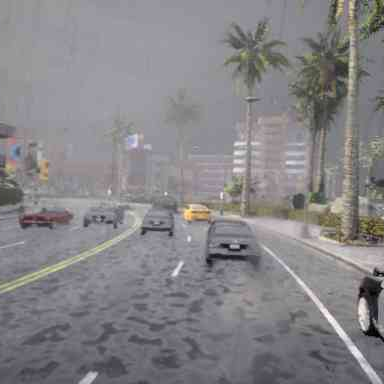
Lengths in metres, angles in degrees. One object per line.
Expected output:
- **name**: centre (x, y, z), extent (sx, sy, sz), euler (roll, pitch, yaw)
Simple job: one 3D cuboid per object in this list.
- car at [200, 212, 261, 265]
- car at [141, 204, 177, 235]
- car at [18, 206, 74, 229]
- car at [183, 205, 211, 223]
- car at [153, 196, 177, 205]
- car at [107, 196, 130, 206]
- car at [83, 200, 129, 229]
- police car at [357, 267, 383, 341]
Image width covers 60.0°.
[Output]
- **car**: centre (1.436, 1.762, 12.738), extent (2.033, 1.411, 5.357), euler (2, -1, 3)
- **car**: centre (-1.977, 1.720, 20.130), extent (2.033, 1.411, 5.357), euler (2, -1, -2)
- **car**: centre (-8.980, 1.578, 20.877), extent (1.895, 1.301, 4.718), euler (2, -1, -3)
- **car**: centre (0.386, 1.855, 29.257), extent (1.882, 1.535, 5.008), euler (2, -1, -8)
- **car**: centre (-3.654, 1.629, 44.486), extent (2.150, 2.045, 5.566), euler (3, -1, -22)
- **car**: centre (-11.382, 1.798, 51.711), extent (1.895, 1.301, 4.718), euler (3, -1, -33)
- **car**: centre (-5.479, 1.407, 21.123), extent (1.994, 1.385, 4.181), euler (2, -1, -3)
- **police car**: centre (3.616, 1.616, 4.060), extent (1.930, 1.638, 5.238), euler (2, -1, 9)
